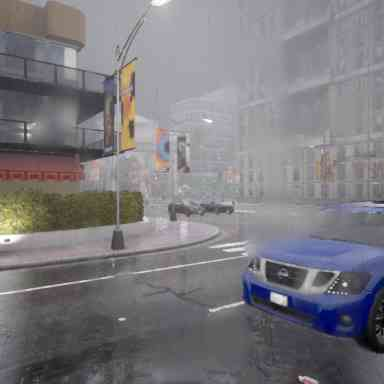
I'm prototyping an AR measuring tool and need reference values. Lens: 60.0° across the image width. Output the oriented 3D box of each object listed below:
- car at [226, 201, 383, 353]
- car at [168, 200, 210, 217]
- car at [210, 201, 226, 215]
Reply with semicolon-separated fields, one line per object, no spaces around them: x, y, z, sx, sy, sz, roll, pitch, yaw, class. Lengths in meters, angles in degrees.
3.524;1.221;6.502;5.566;2.045;2.150;0;0;-35;car
-0.624;1.526;32.087;1.812;1.442;4.674;0;0;-35;car
2.227;1.601;34.117;1.895;1.301;4.718;0;0;-35;car
